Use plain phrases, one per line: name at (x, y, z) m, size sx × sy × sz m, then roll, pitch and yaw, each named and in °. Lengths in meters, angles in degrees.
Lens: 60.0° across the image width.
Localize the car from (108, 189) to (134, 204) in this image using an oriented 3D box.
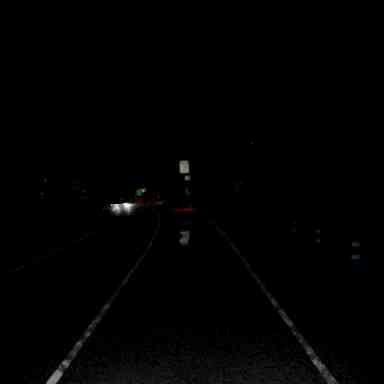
car at (-8.823, 0.640, 39.882) m, size 1.994 × 1.385 × 4.181 m, roll -3°, pitch 2°, yaw -24°

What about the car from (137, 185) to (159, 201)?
car at (-5.169, 0.292, 42.856) m, size 1.882 × 1.535 × 5.008 m, roll -3°, pitch 3°, yaw -25°

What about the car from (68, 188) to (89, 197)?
car at (-21.826, 0.059, 63.693) m, size 4.902 × 1.511 × 2.128 m, roll -1°, pitch 5°, yaw 37°

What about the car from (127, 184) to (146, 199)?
car at (-8.083, -0.120, 48.430) m, size 2.150 × 2.045 × 5.566 m, roll -4°, pitch 3°, yaw -30°

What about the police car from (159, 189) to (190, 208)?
police car at (-1.614, 0.574, 33.154) m, size 1.930 × 1.638 × 5.238 m, roll -2°, pitch 3°, yaw -15°

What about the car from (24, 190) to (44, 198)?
car at (-34.496, 0.324, 72.492) m, size 4.892 × 1.490 × 1.837 m, roll -3°, pitch 5°, yaw 27°
